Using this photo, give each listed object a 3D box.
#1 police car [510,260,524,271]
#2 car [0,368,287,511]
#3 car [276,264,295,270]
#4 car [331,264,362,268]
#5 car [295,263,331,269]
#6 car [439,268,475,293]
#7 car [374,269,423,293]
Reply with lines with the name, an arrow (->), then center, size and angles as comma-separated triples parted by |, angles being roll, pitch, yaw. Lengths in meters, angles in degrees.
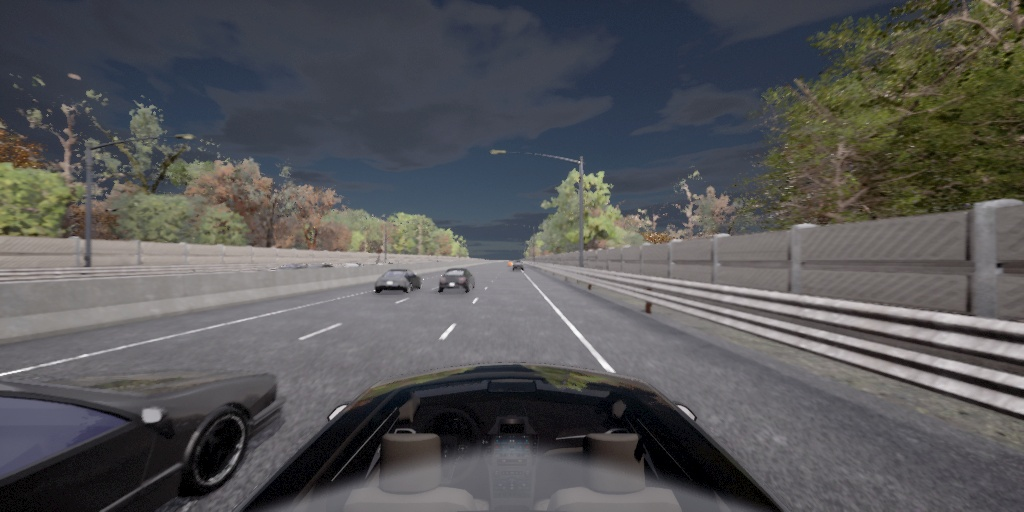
police car -> 1.032, 1.717, 60.302 | 1.930, 1.638, 5.238 | 0, -1, 0
car -> -3.399, 1.295, 1.449 | 2.033, 1.411, 5.357 | 0, -1, 0
car -> -24.580, 1.598, 40.495 | 2.128, 1.511, 4.902 | 0, -1, 0
car -> -17.586, 1.622, 39.561 | 1.812, 1.442, 4.674 | 0, -1, 0
car -> -21.092, 1.598, 39.250 | 1.837, 1.490, 4.892 | 0, -1, 0
car -> -3.407, 1.467, 22.658 | 1.812, 1.442, 4.674 | 0, -1, 0
car -> -6.907, 1.502, 22.251 | 1.994, 1.385, 4.181 | 0, -1, 0
